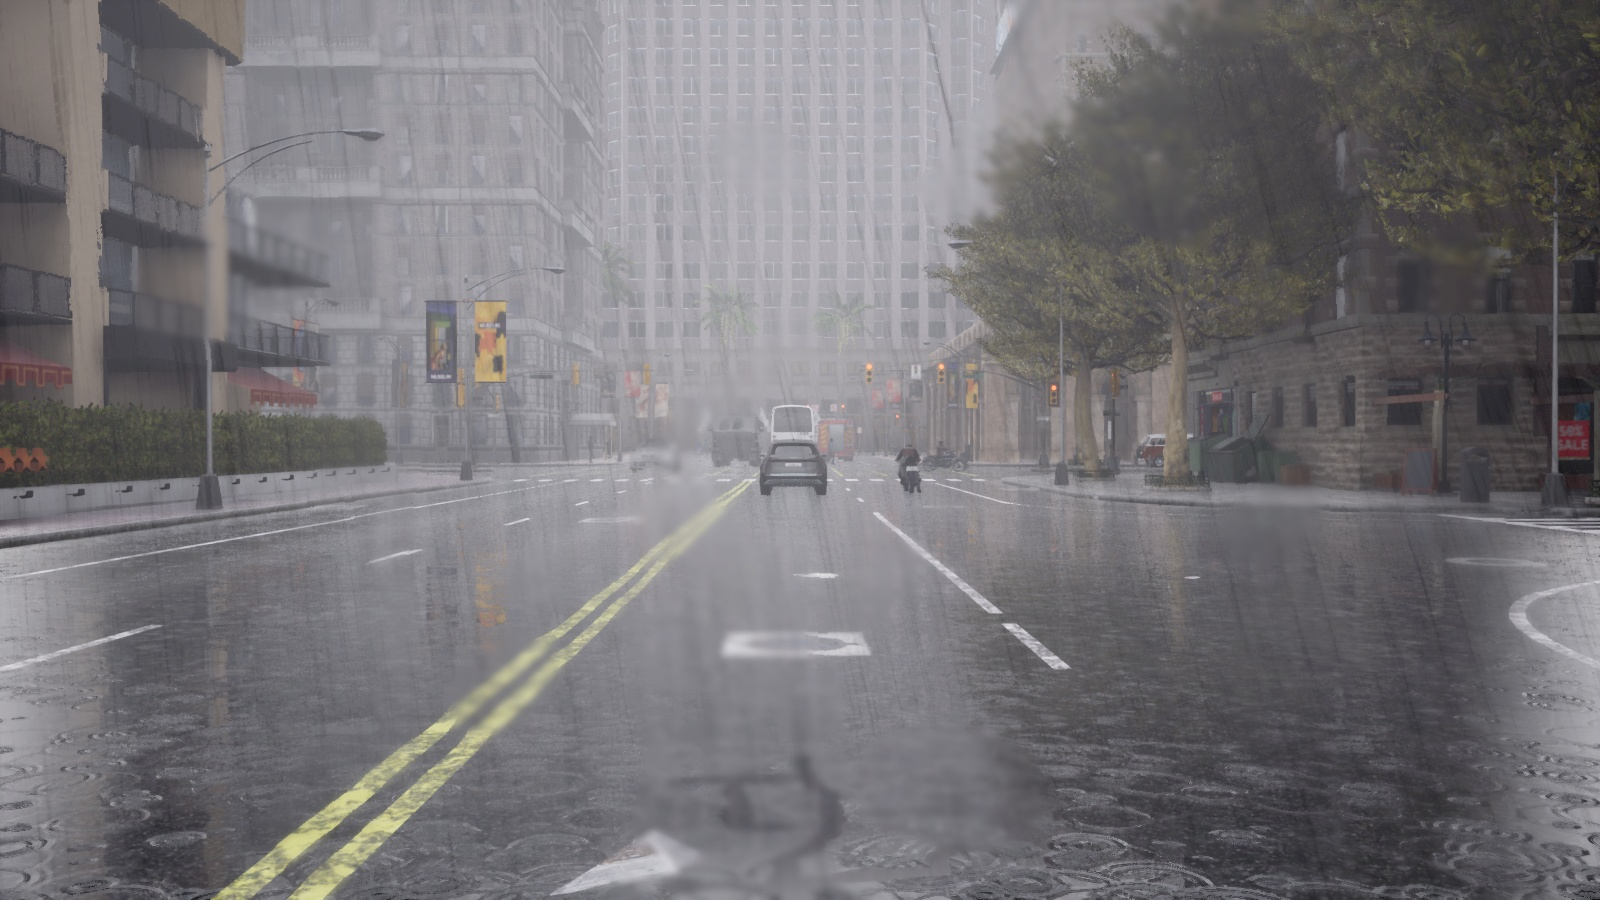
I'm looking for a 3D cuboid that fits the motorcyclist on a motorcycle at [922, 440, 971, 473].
[{"bbox_3d":[7.436,0.342,63.867,2.350,1.649,0.766,0,0,27],"label":"motorcyclist on a motorcycle"}]

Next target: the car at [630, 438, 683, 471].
[{"bbox_3d":[-7.364,0.219,64.728,2.242,1.667,4.611,0,0,0],"label":"car"}]

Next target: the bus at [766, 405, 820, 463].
[{"bbox_3d":[-0.563,-1.176,96.592,3.944,4.253,10.273,0,0,0],"label":"bus"}]

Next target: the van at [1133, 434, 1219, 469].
[{"bbox_3d":[22.090,0.071,73.871,4.480,2.038,2.069,0,0,1],"label":"van"}]

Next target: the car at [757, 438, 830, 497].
[{"bbox_3d":[-0.196,0.465,37.376,2.033,1.649,4.856,0,0,0],"label":"car"}]

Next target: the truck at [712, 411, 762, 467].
[{"bbox_3d":[-3.962,-0.695,80.774,2.891,3.462,7.936,0,0,0],"label":"truck"}]

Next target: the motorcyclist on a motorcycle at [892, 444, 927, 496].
[{"bbox_3d":[3.298,0.569,38.045,0.866,1.530,2.191,0,0,0],"label":"motorcyclist on a motorcycle"}]
